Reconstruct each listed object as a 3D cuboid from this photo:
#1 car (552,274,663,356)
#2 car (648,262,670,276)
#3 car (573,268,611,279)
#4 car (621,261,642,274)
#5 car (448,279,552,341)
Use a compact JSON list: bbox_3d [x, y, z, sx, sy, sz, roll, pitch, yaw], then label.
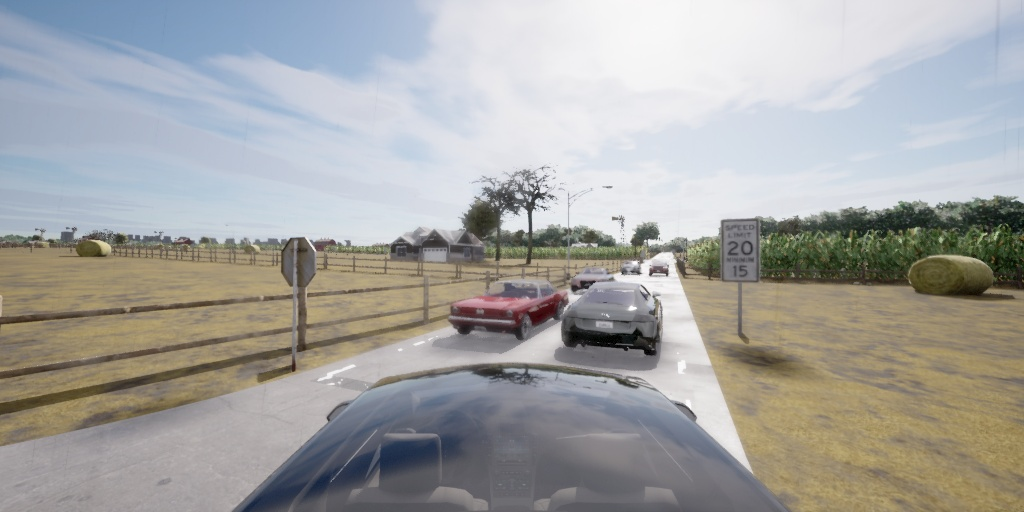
[{"bbox_3d":[2.630,1.326,8.886,1.994,1.385,4.181,0,0,24],"label":"car"},{"bbox_3d":[15.517,1.341,37.850,1.812,1.442,4.674,0,0,24],"label":"car"},{"bbox_3d":[4.761,1.358,20.721,1.994,1.385,4.181,0,0,24],"label":"car"},{"bbox_3d":[13.250,1.318,39.691,2.128,1.511,4.902,0,0,24],"label":"car"},{"bbox_3d":[0.149,1.373,10.322,1.895,1.301,4.718,0,0,24],"label":"car"}]
